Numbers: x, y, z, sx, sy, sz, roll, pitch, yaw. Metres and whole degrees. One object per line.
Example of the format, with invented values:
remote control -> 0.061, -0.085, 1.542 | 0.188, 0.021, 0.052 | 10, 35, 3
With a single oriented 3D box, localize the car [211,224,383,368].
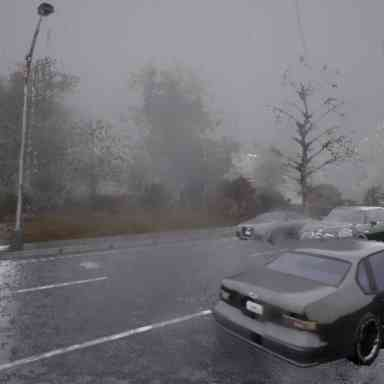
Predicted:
car -> 2.855, 1.548, 5.779 | 5.357, 1.411, 2.033 | 0, 0, -35

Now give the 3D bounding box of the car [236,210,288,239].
car -> 4.036, 1.567, 15.391 | 4.181, 1.385, 1.994 | 0, 0, -35

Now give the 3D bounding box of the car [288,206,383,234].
car -> 6.060, 1.353, 12.533 | 4.553, 1.767, 2.097 | 0, 0, -35
